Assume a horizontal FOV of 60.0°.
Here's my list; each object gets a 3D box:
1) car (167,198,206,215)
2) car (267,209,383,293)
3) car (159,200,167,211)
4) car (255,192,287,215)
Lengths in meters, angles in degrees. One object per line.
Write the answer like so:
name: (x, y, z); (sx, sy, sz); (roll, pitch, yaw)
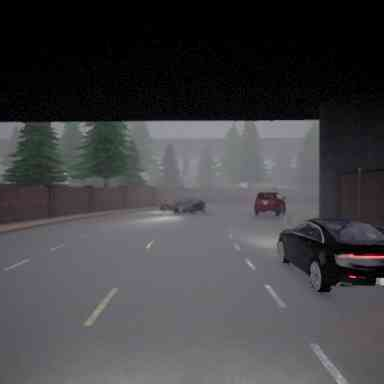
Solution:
car: (-0.131, 1.286, 31.382); (2.128, 1.511, 4.902); (0, 0, 21)
car: (3.609, 1.436, 8.646); (2.128, 1.511, 4.902); (0, 0, 0)
car: (-1.856, 1.328, 36.099); (1.994, 1.385, 4.181); (0, 0, 27)
car: (7.256, 1.023, 30.532); (2.150, 2.045, 5.566); (0, 0, 23)
